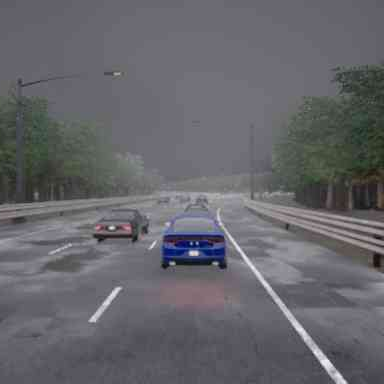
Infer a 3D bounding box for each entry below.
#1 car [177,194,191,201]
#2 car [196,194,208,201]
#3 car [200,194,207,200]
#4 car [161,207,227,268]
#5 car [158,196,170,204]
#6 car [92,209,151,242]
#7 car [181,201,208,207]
[{"bbox_3d":[-1.236,1.371,68.412,2.128,1.511,4.902,0,0,3],"label":"car"},{"bbox_3d":[1.821,1.258,61.116,2.097,1.767,4.553,0,0,3],"label":"car"},{"bbox_3d":[2.929,1.328,85.030,1.882,1.535,5.008,0,0,2],"label":"car"},{"bbox_3d":[0.082,1.478,11.324,1.882,1.535,5.008,0,0,1],"label":"car"},{"bbox_3d":[-5.107,1.391,60.808,2.128,1.511,4.902,0,0,3],"label":"car"},{"bbox_3d":[-3.259,1.544,16.260,2.033,1.411,5.357,0,0,1],"label":"car"},{"bbox_3d":[0.318,1.564,23.985,1.994,1.385,4.181,0,0,1],"label":"car"}]
